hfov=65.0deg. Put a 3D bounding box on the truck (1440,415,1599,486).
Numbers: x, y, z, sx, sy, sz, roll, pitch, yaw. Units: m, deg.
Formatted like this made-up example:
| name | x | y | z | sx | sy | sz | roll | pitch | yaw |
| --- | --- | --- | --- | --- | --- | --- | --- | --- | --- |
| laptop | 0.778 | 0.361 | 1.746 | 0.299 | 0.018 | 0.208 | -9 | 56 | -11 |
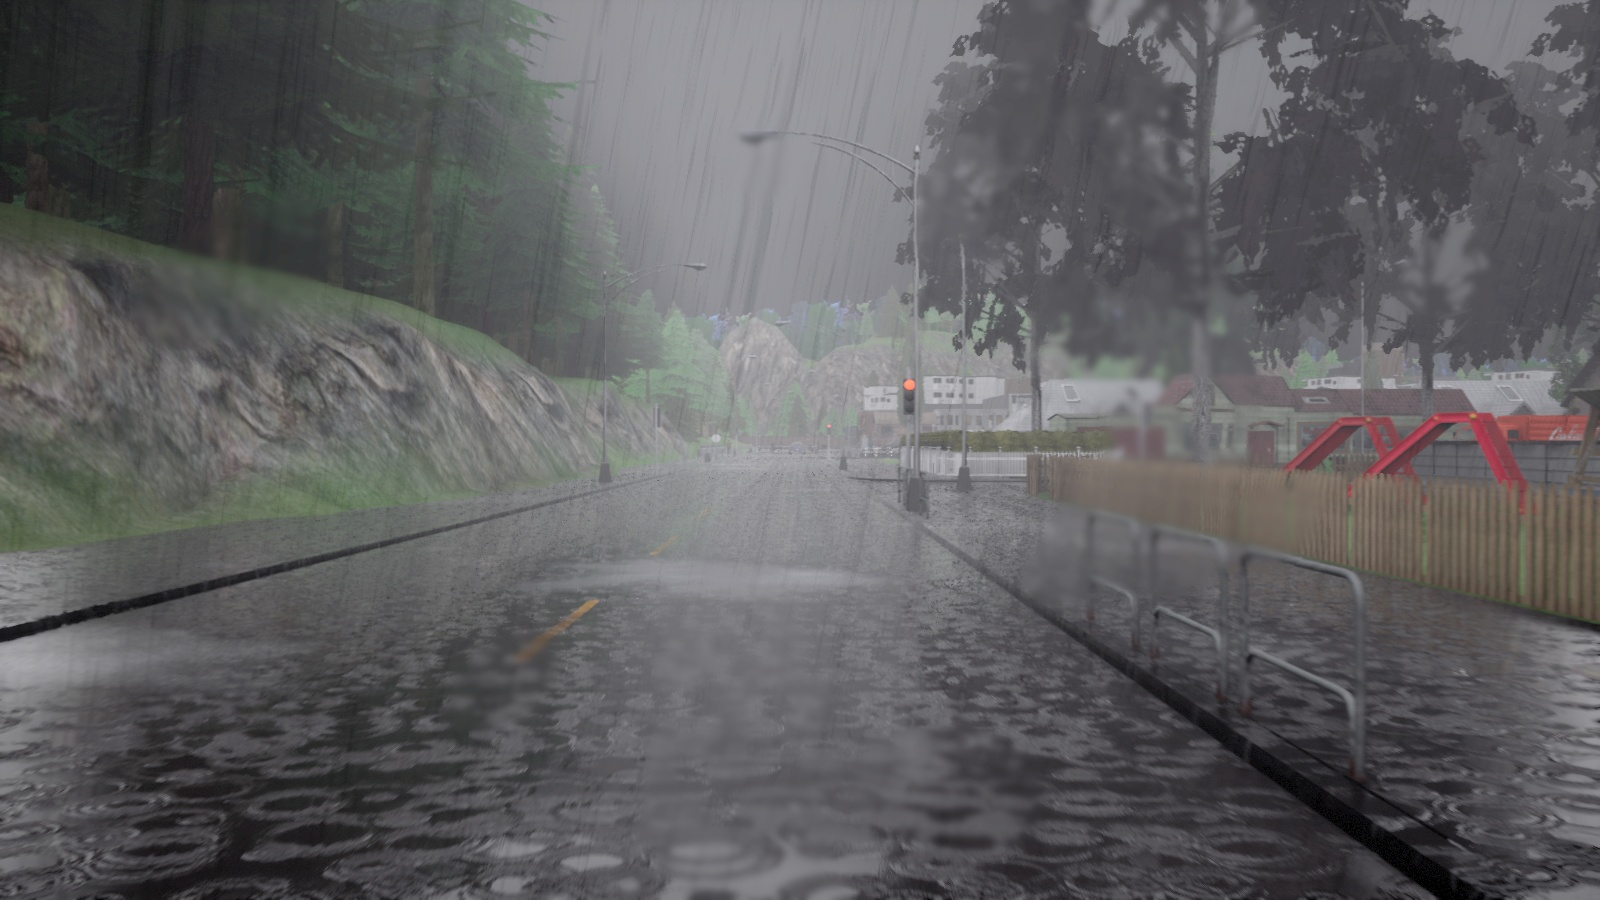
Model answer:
| name | x | y | z | sx | sy | sz | roll | pitch | yaw |
| --- | --- | --- | --- | --- | --- | --- | --- | --- | --- |
| truck | 26.219 | 0.026 | 44.988 | 5.204 | 2.467 | 2.627 | 0 | 0 | 0 |
